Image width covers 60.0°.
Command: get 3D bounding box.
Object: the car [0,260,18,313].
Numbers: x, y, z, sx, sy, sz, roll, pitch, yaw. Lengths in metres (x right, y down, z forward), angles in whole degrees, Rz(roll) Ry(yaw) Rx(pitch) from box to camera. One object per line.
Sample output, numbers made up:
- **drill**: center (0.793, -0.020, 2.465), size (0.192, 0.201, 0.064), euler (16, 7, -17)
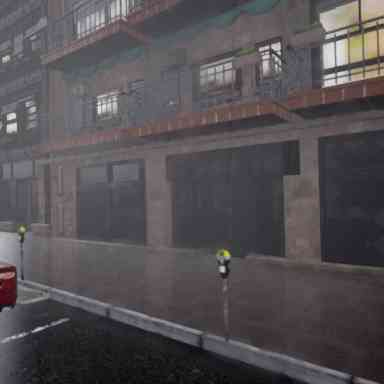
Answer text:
- **car**: center (-5.127, 1.550, 6.393), size (4.507, 1.381, 1.887), euler (0, -1, 35)
